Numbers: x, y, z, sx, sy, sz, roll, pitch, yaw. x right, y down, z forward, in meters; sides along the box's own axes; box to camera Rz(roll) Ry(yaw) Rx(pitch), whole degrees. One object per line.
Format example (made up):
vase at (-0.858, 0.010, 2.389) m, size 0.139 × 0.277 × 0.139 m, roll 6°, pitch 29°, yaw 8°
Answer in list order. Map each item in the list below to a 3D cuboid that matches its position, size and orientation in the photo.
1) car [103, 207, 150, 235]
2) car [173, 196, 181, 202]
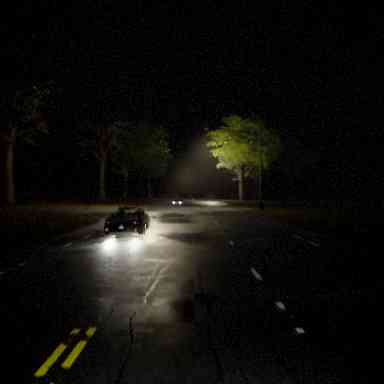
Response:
car at (-3.502, 1.554, 18.408) m, size 1.994 × 1.385 × 4.181 m, roll 0°, pitch 0°, yaw 0°
car at (-3.568, 1.674, 79.817) m, size 1.895 × 1.301 × 4.718 m, roll 0°, pitch 0°, yaw 0°
